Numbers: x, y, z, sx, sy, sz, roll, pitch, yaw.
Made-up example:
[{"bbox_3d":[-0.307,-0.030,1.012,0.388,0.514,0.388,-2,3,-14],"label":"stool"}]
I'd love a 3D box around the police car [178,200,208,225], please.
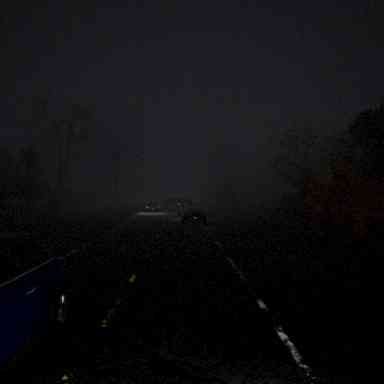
[{"bbox_3d":[0.108,1.695,26.590,1.930,1.638,5.238,0,-1,-3],"label":"police car"}]

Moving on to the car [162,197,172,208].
[{"bbox_3d":[-3.850,1.843,60.553,2.150,2.045,5.566,0,-1,-7],"label":"car"}]

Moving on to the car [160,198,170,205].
[{"bbox_3d":[-6.202,2.113,77.051,1.837,1.490,4.892,0,-1,-10],"label":"car"}]

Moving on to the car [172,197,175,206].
[{"bbox_3d":[-1.058,1.658,42.547,2.150,2.045,5.566,0,-1,-5],"label":"car"}]

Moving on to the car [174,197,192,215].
[{"bbox_3d":[-0.554,1.722,36.477,2.097,1.767,4.553,0,-1,-4],"label":"car"}]

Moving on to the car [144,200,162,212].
[{"bbox_3d":[-5.353,1.973,45.353,1.837,1.490,4.892,0,-1,-5],"label":"car"}]

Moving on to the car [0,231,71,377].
[{"bbox_3d":[-3.162,1.395,3.946,2.097,1.767,4.553,0,-1,-1],"label":"car"}]
